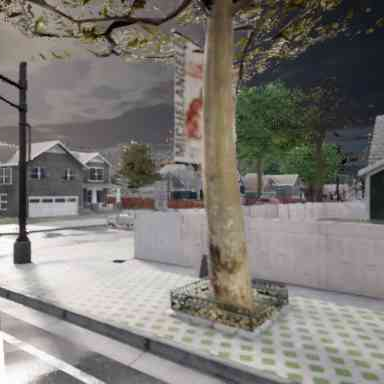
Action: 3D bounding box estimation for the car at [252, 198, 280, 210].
[{"bbox_3d":[10.052,1.805,44.850,2.150,2.045,5.566,0,-1,35],"label":"car"}]

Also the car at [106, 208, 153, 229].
[{"bbox_3d":[-3.971,1.880,24.434,1.895,1.301,4.718,0,0,34],"label":"car"}]

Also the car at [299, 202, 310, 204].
[{"bbox_3d":[16.911,2.201,49.768,1.837,1.490,4.892,0,0,35],"label":"car"}]
